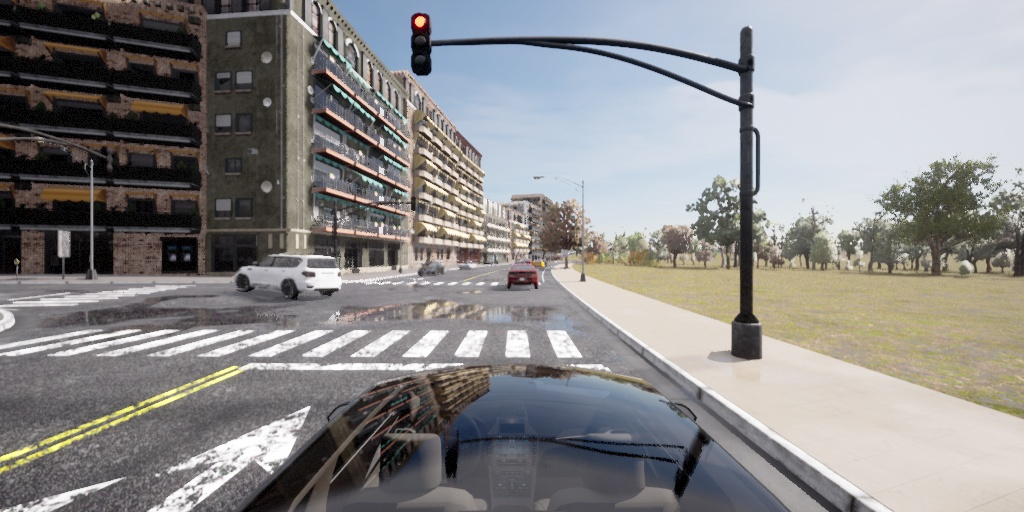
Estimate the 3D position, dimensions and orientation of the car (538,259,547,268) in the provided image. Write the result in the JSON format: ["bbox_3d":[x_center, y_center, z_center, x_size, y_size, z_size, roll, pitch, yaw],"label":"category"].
[{"bbox_3d":[4.715,1.387,63.815,1.882,1.535,5.008,0,0,9],"label":"car"}]

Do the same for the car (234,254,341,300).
[{"bbox_3d":[-11.085,0.927,17.782,5.566,2.045,2.150,2,-2,23],"label":"car"}]

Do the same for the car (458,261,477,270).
[{"bbox_3d":[-6.591,1.459,53.571,1.895,1.301,4.718,0,0,7],"label":"car"}]

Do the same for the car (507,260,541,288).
[{"bbox_3d":[0.750,1.245,23.854,1.882,1.535,5.008,0,0,3],"label":"car"}]

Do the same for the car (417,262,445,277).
[{"bbox_3d":[-8.279,1.328,37.273,1.812,1.442,4.674,0,0,5],"label":"car"}]
